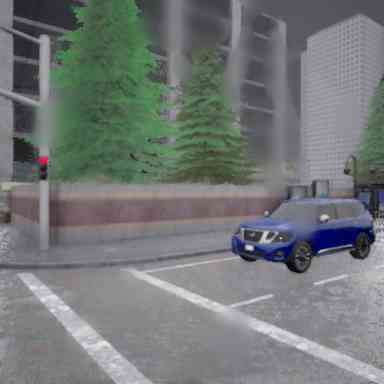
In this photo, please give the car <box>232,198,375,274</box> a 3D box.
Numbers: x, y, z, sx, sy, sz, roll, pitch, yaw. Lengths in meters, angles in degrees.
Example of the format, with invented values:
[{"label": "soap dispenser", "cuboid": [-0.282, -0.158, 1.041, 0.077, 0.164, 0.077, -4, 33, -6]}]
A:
[{"label": "car", "cuboid": [3.883, 1.235, 11.065, 5.566, 2.045, 2.150, 0, 0, -36]}]
